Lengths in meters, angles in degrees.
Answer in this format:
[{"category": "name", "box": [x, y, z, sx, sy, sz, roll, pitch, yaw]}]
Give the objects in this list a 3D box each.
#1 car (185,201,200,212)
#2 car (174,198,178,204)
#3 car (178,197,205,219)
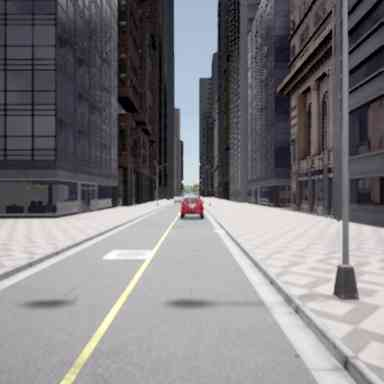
[{"category": "car", "box": [0.072, 1.928, 45.688, 1.895, 1.301, 4.718, 0, 0, 1]}, {"category": "car", "box": [-2.937, 1.992, 72.910, 1.895, 1.301, 4.718, 0, 0, 0]}, {"category": "car", "box": [0.028, 1.447, 32.010, 2.150, 2.045, 5.566, 0, 0, 0]}]
